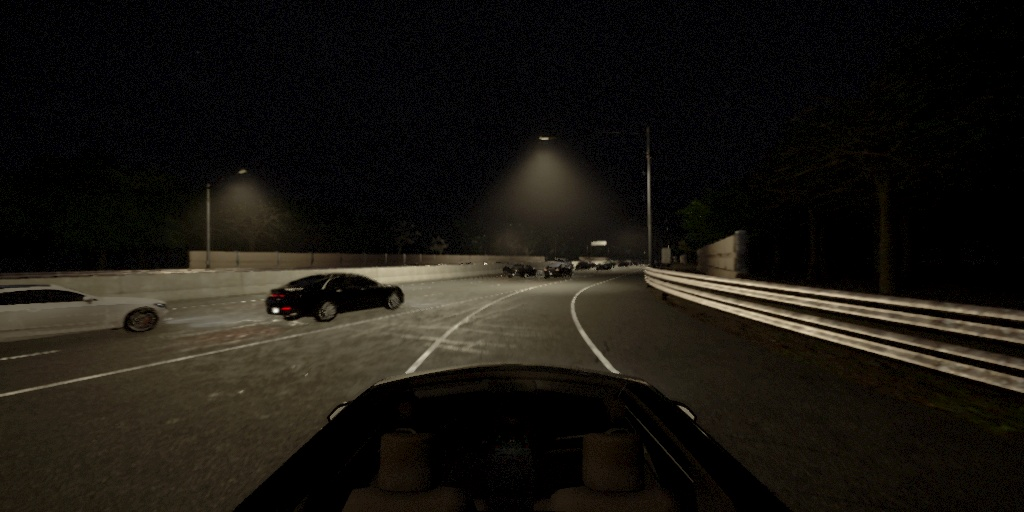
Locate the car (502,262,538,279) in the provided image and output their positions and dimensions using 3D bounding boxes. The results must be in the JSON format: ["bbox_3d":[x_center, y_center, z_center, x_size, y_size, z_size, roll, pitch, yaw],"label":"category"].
[{"bbox_3d":[1.133,1.565,36.622,1.837,1.490,4.892,-1,-1,25],"label":"car"}]

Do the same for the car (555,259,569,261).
[{"bbox_3d":[8.917,1.487,62.082,2.150,2.045,5.566,-1,-1,24],"label":"car"}]

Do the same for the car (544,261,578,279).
[{"bbox_3d":[4.669,1.497,35.938,2.128,1.511,4.902,-1,-1,25],"label":"car"}]

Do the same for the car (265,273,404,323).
[{"bbox_3d":[-5.966,1.367,12.772,1.837,1.490,4.892,-1,-1,25],"label":"car"}]

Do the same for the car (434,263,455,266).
[{"bbox_3d":[-9.389,1.904,55.763,1.882,1.535,5.008,-1,-1,25],"label":"car"}]

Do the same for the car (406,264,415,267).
[{"bbox_3d":[-15.884,2.046,58.355,1.837,1.490,4.892,-1,-1,25],"label":"car"}]

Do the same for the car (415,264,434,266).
[{"bbox_3d":[-12.557,2.033,57.200,2.033,1.411,5.357,-1,-1,25],"label":"car"}]

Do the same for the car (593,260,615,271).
[{"bbox_3d":[15.267,1.748,59.120,1.895,1.301,4.718,-1,-1,24],"label":"car"}]

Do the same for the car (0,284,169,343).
[{"bbox_3d":[-11.631,1.417,8.822,1.812,1.442,4.674,-1,-1,25],"label":"car"}]

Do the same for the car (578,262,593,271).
[{"bbox_3d":[12.080,1.712,60.575,1.837,1.490,4.892,-1,-1,24],"label":"car"}]

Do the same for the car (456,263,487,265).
[{"bbox_3d":[-6.189,1.969,54.336,1.895,1.301,4.718,-1,-1,25],"label":"car"}]

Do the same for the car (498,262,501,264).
[{"bbox_3d":[0.436,1.643,43.490,2.128,1.511,4.902,-1,-1,25],"label":"car"}]

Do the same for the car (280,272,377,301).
[{"bbox_3d":[-10.191,1.612,20.341,1.895,1.301,4.718,-1,-1,25],"label":"car"}]
